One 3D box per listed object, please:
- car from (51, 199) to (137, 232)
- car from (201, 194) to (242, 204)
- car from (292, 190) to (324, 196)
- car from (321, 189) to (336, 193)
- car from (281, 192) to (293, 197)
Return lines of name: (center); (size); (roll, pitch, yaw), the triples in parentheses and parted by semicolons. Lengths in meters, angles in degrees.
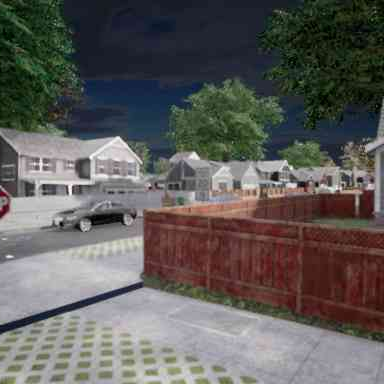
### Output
car: (-5.135, 1.183, 18.082); (2.128, 1.511, 4.902); (1, 2, 35)
car: (2.687, 0.928, 29.243); (1.882, 1.535, 5.008); (1, 1, 35)
car: (14.244, 0.745, 40.692); (1.994, 1.385, 4.181); (1, 1, 36)
car: (19.873, 0.354, 48.812); (2.097, 1.767, 4.553); (1, 1, 35)
car: (13.278, 0.682, 44.244); (1.994, 1.385, 4.181); (1, 1, 36)
